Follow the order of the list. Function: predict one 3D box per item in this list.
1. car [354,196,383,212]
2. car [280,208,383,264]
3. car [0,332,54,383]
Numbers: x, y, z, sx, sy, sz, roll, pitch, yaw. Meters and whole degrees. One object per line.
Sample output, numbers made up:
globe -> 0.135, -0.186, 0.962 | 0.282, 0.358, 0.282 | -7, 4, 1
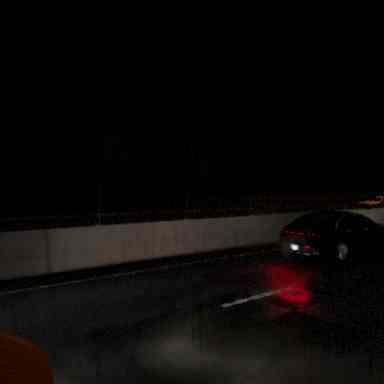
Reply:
car -> 19.493, 1.196, 34.421 | 5.008, 1.535, 1.882 | 0, 0, -20
car -> 5.164, 1.420, 11.508 | 4.892, 1.490, 1.837 | -1, 0, -33
car -> -3.250, 1.493, 1.427 | 5.008, 1.535, 1.882 | 0, 0, -35
